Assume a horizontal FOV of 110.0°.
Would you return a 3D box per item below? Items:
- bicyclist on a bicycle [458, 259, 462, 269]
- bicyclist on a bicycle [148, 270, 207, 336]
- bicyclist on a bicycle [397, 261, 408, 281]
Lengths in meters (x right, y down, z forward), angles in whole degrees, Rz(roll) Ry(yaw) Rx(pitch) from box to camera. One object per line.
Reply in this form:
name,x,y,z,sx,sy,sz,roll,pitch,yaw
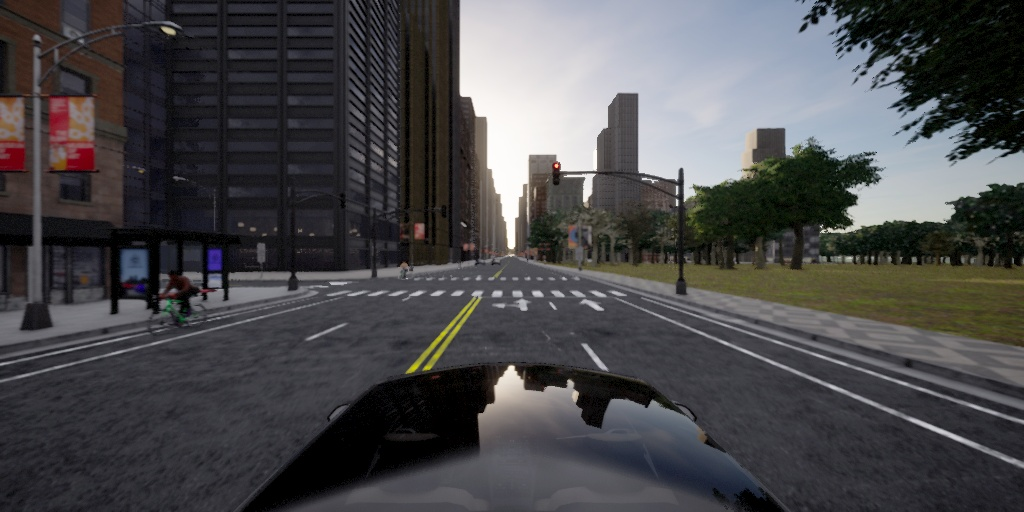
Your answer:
bicyclist on a bicycle,-8.753,1.361,60.012,0.659,1.776,1.843,0,-1,0
bicyclist on a bicycle,-8.750,1.195,9.441,0.582,1.620,1.656,0,0,0
bicyclist on a bicycle,-8.737,1.172,28.903,0.866,1.612,1.509,0,0,0
